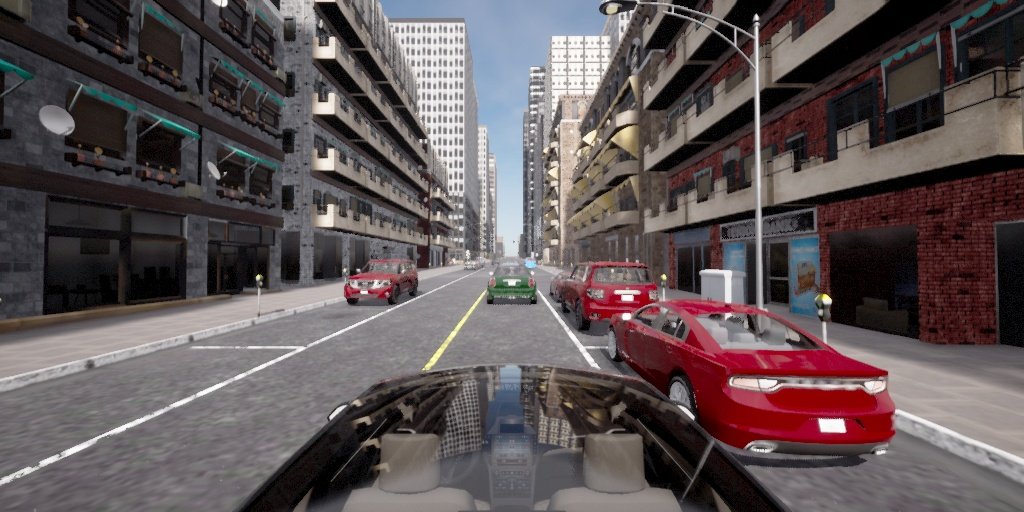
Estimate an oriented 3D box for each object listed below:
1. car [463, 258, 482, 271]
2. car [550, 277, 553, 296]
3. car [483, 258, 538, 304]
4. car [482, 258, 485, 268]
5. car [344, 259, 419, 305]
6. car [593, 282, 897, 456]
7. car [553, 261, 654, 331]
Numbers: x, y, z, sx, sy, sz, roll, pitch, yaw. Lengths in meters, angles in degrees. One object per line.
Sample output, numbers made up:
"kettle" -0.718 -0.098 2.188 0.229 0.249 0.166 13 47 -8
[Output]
"car" -5.657 1.308 49.524 2.007 1.370 4.403 0 0 0
"car" 2.692 1.334 16.335 1.802 1.307 4.207 0 0 0
"car" 0.000 1.119 16.474 2.097 1.767 4.553 0 0 0
"car" -5.657 1.341 55.065 1.802 1.307 4.207 0 0 0
"car" -5.691 1.066 16.283 2.192 1.841 5.009 0 0 0
"car" 2.691 1.293 5.254 1.888 1.381 4.507 0 0 0
"car" 2.692 1.065 10.795 2.192 1.841 5.009 0 0 0
